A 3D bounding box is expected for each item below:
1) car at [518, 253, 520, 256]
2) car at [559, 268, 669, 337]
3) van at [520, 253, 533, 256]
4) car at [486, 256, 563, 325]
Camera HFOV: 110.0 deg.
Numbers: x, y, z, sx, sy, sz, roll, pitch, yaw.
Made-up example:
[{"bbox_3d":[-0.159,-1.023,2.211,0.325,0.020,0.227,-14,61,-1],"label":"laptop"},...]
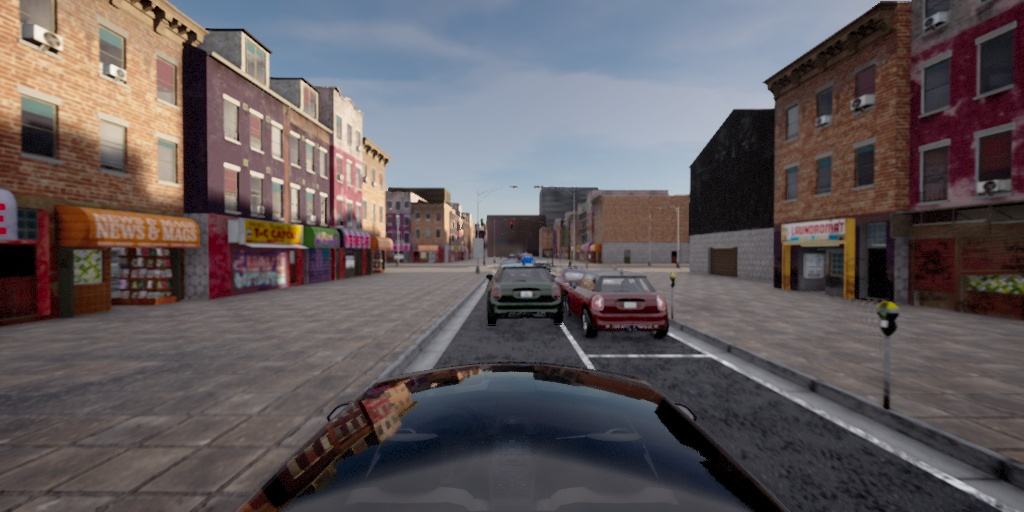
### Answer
[{"bbox_3d":[2.624,0.561,65.125,1.967,1.591,4.097,0,0,0],"label":"car"},{"bbox_3d":[2.636,1.095,9.934,1.967,1.591,4.097,0,0,0],"label":"car"},{"bbox_3d":[2.625,0.511,59.650,1.690,1.789,3.998,0,0,0],"label":"van"},{"bbox_3d":[0.255,0.991,11.472,2.097,1.767,4.553,0,1,-3],"label":"car"}]
